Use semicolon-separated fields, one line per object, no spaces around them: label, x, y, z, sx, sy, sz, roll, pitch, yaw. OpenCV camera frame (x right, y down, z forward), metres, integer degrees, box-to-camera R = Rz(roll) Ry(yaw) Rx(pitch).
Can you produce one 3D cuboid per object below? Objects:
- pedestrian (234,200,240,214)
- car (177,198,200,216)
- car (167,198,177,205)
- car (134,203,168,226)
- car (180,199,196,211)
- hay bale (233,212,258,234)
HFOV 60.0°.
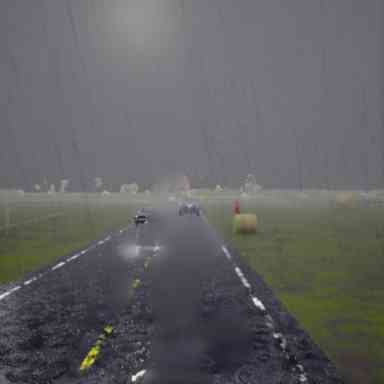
pedestrian;2.704;1.397;20.223;0.375;1.860;0.375;0;0;1
car;-0.277;1.528;35.605;2.097;1.767;4.553;0;0;-1
car;-3.865;1.830;65.650;1.812;1.442;4.674;0;0;-1
car;-3.025;1.725;24.366;1.895;1.301;4.718;0;0;-1
car;-0.548;1.717;46.480;2.128;1.511;4.902;0;0;-1
hay bale;3.020;1.752;19.053;1.220;1.180;1.240;0;0;-1
